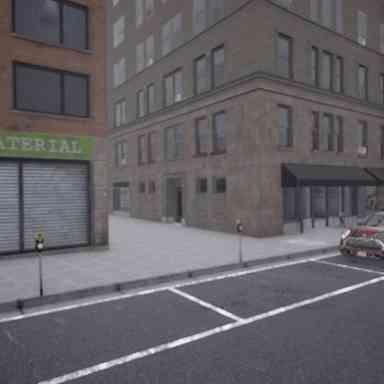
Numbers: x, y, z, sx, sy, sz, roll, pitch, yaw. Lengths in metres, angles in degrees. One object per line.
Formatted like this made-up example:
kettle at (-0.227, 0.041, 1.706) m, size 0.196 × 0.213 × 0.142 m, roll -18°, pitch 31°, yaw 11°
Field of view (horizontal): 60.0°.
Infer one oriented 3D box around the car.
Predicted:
car at (6.969, 1.427, 11.642) m, size 4.097 × 1.590 × 1.967 m, roll 0°, pitch -1°, yaw -36°
